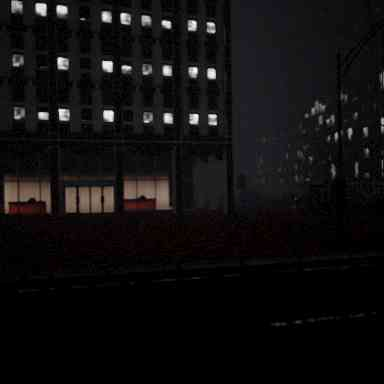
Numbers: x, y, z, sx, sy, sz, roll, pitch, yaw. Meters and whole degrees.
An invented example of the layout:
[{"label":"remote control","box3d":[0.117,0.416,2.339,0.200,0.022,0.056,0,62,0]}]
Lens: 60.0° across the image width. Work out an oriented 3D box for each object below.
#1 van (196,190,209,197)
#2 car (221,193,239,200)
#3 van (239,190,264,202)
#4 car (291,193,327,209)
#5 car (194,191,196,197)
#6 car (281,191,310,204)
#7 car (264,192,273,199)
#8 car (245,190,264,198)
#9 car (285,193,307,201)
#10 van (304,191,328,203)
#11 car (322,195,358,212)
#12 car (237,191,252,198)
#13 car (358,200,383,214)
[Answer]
[{"label":"van","box3d":[3.060,0.487,83.394,1.690,1.788,3.998,-1,1,-14]},{"label":"car","box3d":[7.186,0.880,66.853,2.008,1.369,4.403,-1,1,-14]},{"label":"van","box3d":[9.935,0.792,55.821,1.690,1.788,3.998,-1,1,-14]},{"label":"car","box3d":[14.009,1.196,39.268,1.947,1.339,4.313,-1,1,-14]},{"label":"car","box3d":[1.686,0.525,88.909,1.967,1.590,4.097,-1,1,-14]},{"label":"car","box3d":[14.669,0.848,47.564,2.097,1.767,4.553,-1,1,-14]},{"label":"car","box3d":[15.317,0.746,68.879,1.802,1.307,4.206,-1,1,-14]},{"label":"car","box3d":[13.940,0.418,74.390,2.192,1.841,5.009,-1,1,-14]},{"label":"car","box3d":[18.067,0.868,57.849,1.802,1.307,4.206,-1,1,-14]},{"label":"van","box3d":[19.440,0.687,52.331,1.690,1.788,3.998,-1,1,-14]},{"label":"car","box3d":[15.328,1.272,33.740,1.802,1.307,4.206,-1,1,-14]},{"label":"car","box3d":[12.566,0.482,79.906,1.967,1.590,4.097,-1,1,-14]},{"label":"car","box3d":[16.685,1.315,28.219,1.947,1.339,4.313,-1,1,-14]}]
